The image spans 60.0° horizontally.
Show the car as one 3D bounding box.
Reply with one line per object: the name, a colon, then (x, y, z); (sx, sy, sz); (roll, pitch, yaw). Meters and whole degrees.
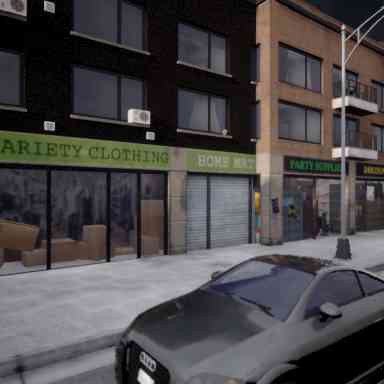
car: (1.193, 1.564, 4.235); (4.181, 1.385, 1.994); (0, 0, -36)
